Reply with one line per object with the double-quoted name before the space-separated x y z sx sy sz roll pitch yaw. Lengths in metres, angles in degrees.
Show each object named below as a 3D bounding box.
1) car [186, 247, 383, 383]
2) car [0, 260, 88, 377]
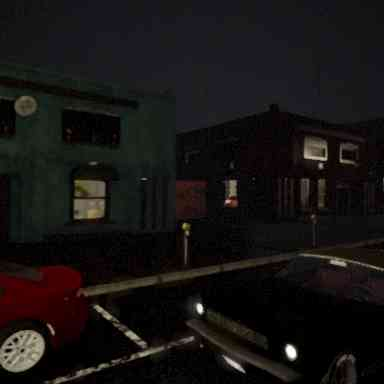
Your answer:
"car" 2.263 1.598 4.984 4.718 1.301 1.895 0 0 -35
"car" -3.594 1.545 3.981 4.507 1.381 1.887 0 1 -35
